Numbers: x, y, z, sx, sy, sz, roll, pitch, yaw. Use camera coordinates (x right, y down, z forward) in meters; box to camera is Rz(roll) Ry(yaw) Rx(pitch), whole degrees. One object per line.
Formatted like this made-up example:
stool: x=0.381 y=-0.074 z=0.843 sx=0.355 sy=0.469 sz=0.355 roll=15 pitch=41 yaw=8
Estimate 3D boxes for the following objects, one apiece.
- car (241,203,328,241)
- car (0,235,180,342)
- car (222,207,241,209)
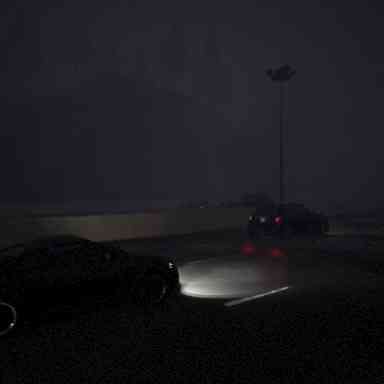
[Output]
car: x=4.881 y=1.309 z=16.618 sx=4.553 sy=1.767 sz=2.097 roll=0 pitch=0 yaw=-40
car: x=-2.317 y=1.563 z=6.511 sx=4.181 sy=1.385 sz=1.994 roll=0 pitch=0 yaw=-36
car: x=5.376 y=1.195 z=31.071 sx=5.566 sy=2.045 sz=2.150 roll=0 pitch=0 yaw=-43
